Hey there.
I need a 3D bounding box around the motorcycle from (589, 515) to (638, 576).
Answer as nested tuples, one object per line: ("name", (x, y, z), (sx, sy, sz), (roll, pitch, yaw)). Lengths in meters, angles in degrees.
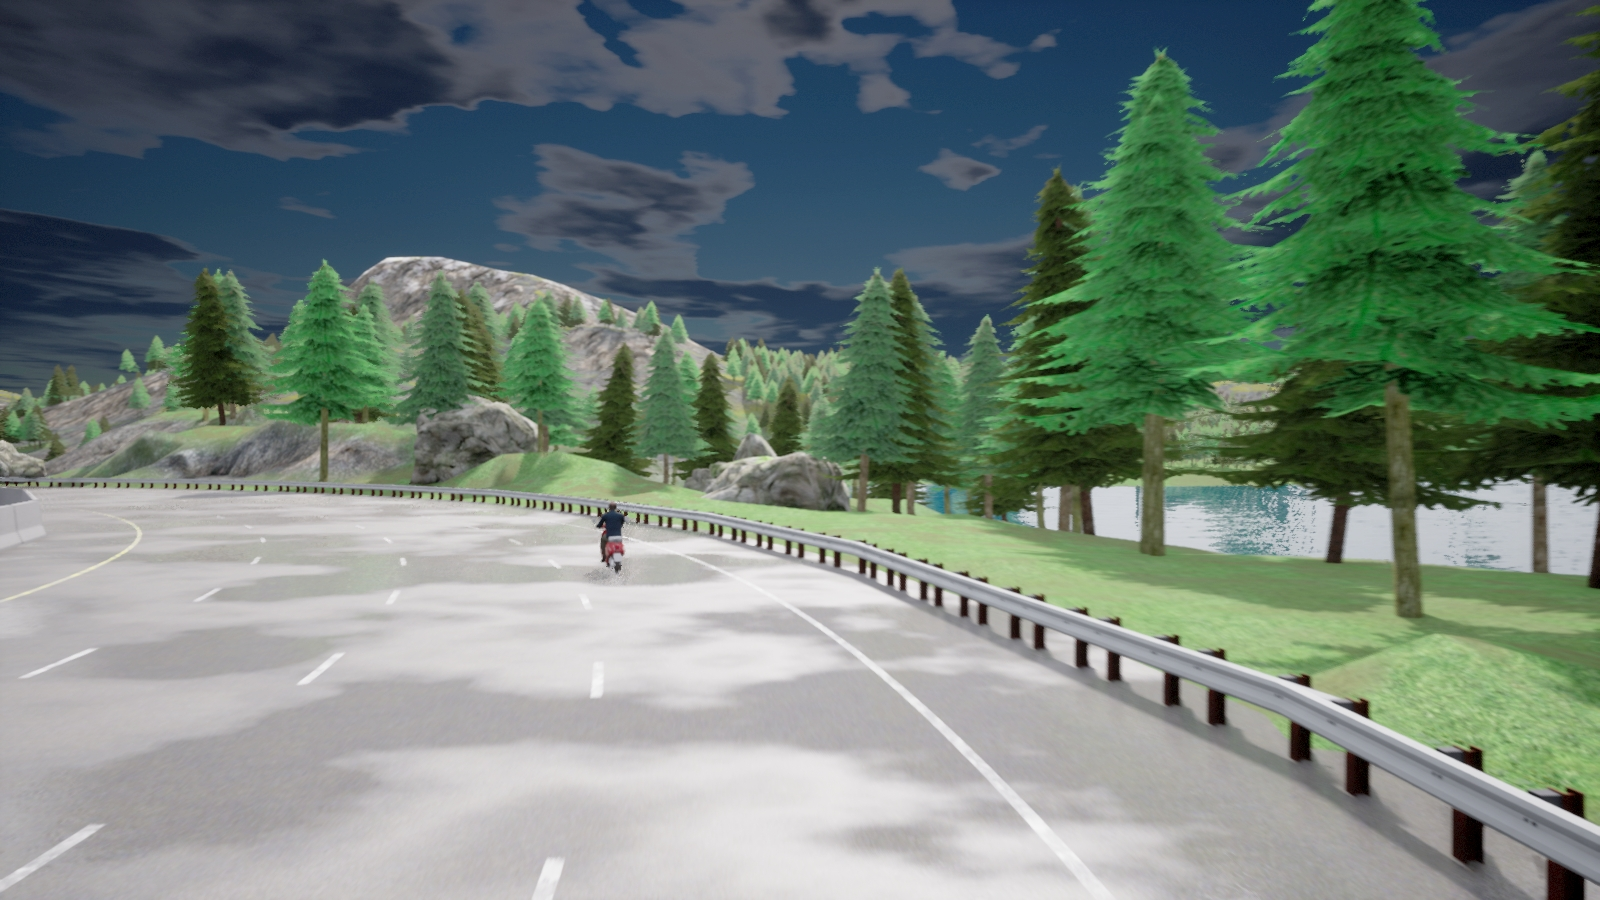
("motorcycle", (-4.322, 2.180, 26.425), (0.856, 1.236, 1.805), (-2, 0, -17))
